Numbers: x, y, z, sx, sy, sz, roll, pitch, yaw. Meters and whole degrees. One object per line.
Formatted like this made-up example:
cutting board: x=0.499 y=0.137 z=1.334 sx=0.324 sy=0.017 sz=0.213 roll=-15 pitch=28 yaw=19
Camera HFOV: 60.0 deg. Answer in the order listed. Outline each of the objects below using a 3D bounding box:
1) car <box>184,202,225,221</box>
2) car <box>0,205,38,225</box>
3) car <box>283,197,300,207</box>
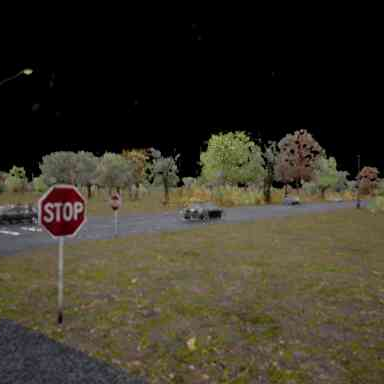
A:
car: x=1.263 y=1.709 z=31.126 sx=2.097 sy=1.767 sz=4.553 roll=1 pitch=0 yaw=36
car: x=-12.840 y=1.681 z=23.551 sx=1.837 sy=1.490 sz=4.892 roll=1 pitch=1 yaw=36
car: x=21.137 y=2.003 z=70.630 sx=2.150 sy=2.045 sz=5.566 roll=1 pitch=0 yaw=36
